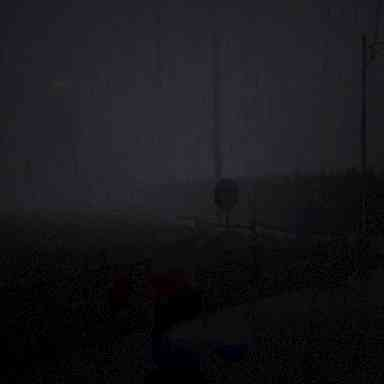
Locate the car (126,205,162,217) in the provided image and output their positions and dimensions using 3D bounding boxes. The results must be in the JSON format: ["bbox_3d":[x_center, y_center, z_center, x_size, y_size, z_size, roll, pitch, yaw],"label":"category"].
[{"bbox_3d":[-4.549,1.878,30.111,1.895,1.301,4.718,1,0,-36],"label":"car"}]
